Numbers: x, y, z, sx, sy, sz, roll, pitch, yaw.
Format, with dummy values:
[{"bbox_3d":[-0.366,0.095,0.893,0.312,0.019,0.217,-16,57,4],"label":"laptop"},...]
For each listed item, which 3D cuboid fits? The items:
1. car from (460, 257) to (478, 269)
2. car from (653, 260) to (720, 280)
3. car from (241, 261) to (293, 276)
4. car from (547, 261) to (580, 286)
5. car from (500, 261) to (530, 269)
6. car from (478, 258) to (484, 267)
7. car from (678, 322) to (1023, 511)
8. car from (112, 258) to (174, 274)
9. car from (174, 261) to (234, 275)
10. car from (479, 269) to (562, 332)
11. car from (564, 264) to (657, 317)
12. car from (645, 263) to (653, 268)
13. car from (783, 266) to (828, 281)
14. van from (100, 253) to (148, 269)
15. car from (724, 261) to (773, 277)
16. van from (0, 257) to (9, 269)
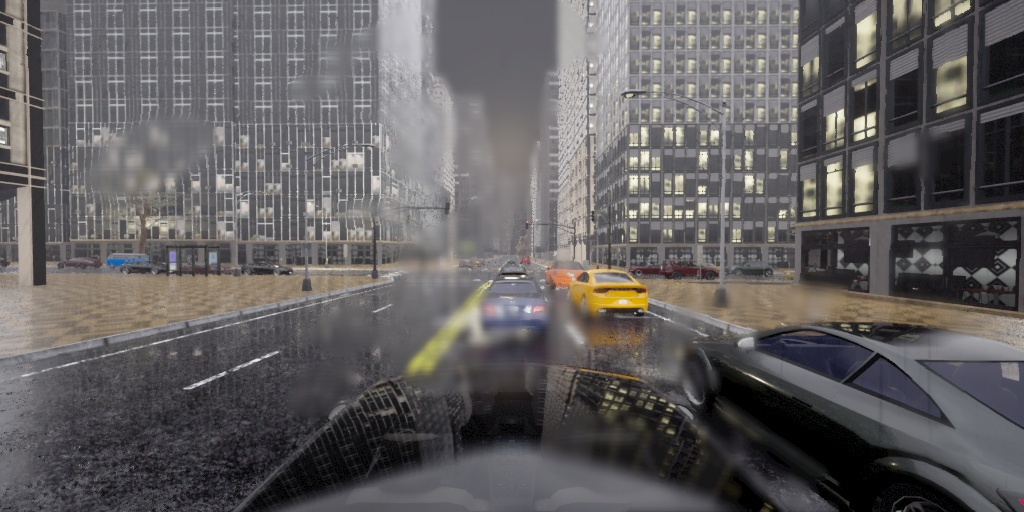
[{"bbox_3d":[-6.692,1.275,54.351,1.994,1.385,4.181,0,0,0],"label":"car"},{"bbox_3d":[16.135,1.267,32.940,5.009,1.841,2.192,0,0,1],"label":"car"},{"bbox_3d":[-22.791,1.172,33.393,4.313,1.339,1.948,0,0,1],"label":"car"},{"bbox_3d":[3.311,1.091,22.238,2.097,1.767,4.553,0,0,0],"label":"car"},{"bbox_3d":[0.065,1.231,20.579,2.128,1.511,4.902,0,0,0],"label":"car"},{"bbox_3d":[-6.680,1.051,64.352,2.097,1.767,4.553,0,0,0],"label":"car"},{"bbox_3d":[3.337,1.313,3.400,1.994,1.385,4.181,0,0,1],"label":"car"},{"bbox_3d":[-34.157,1.067,33.678,4.313,1.339,1.948,0,0,1],"label":"car"},{"bbox_3d":[-28.476,1.136,33.515,4.207,1.307,1.802,0,0,1],"label":"car"},{"bbox_3d":[0.084,1.293,10.827,2.033,1.411,5.357,0,0,1],"label":"car"},{"bbox_3d":[3.328,1.222,13.233,1.882,1.535,5.008,0,0,0],"label":"car"},{"bbox_3d":[15.009,1.448,38.766,4.718,1.301,1.895,1,1,2],"label":"car"},{"bbox_3d":[27.583,1.576,32.765,4.829,1.417,1.751,0,0,1],"label":"car"},{"bbox_3d":[-45.364,0.602,42.317,3.998,1.789,1.690,0,0,1],"label":"van"},{"bbox_3d":[25.297,1.290,38.573,4.553,1.767,2.097,1,1,1],"label":"car"},{"bbox_3d":[-51.201,0.685,34.043,3.998,1.789,1.690,0,0,1],"label":"van"}]
